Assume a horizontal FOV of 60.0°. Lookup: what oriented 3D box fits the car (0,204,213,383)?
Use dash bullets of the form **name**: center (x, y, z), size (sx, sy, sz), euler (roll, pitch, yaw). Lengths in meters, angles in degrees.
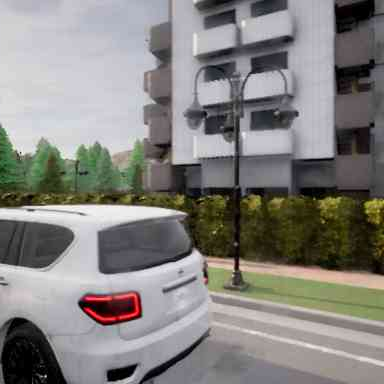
- **car**: center (-2.389, 1.207, 4.991), size (5.566, 2.045, 2.150), euler (0, 0, 32)
